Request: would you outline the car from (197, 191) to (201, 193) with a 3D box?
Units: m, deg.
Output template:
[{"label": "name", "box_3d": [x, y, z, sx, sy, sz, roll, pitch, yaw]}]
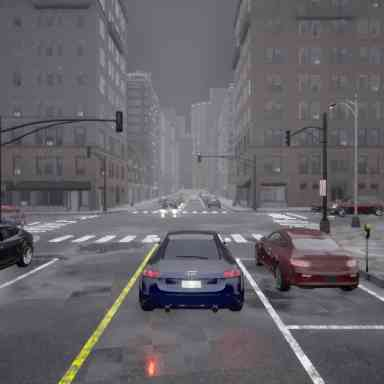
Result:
[{"label": "car", "box_3d": [0.612, 1.087, 84.320, 2.128, 1.511, 4.902, 0, 0, 0]}]

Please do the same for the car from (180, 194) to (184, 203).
[{"label": "car", "box_3d": [-2.746, 1.427, 53.760, 1.812, 1.442, 4.674, 0, 0, 0]}]

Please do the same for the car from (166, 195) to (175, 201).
[{"label": "car", "box_3d": [-5.193, 1.349, 79.274, 1.802, 1.307, 4.206, 0, 0, 0]}]

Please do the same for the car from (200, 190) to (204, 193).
[{"label": "car", "box_3d": [3.734, 0.938, 86.058, 2.150, 2.045, 5.566, 0, 0, 0]}]

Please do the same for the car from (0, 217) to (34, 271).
[{"label": "car", "box_3d": [-5.765, 1.564, 8.674, 1.947, 1.339, 4.313, 0, 0, 0]}]

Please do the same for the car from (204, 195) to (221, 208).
[{"label": "car", "box_3d": [3.040, 1.508, 45.880, 1.802, 1.307, 4.206, 0, 0, 0]}]

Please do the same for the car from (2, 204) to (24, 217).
[{"label": "car", "box_3d": [-12.967, 1.708, 21.083, 4.674, 1.442, 1.812, -1, 0, 4]}]

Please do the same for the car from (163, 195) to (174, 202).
[{"label": "car", "box_3d": [-5.241, 1.357, 73.722, 2.008, 1.369, 4.403, 0, 0, 0]}]

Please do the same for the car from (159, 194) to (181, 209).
[{"label": "car", "box_3d": [-2.832, 1.437, 43.856, 1.837, 1.490, 4.892, 0, 0, 2]}]

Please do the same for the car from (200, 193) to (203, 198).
[{"label": "car", "box_3d": [3.284, 1.389, 73.645, 1.802, 1.307, 4.206, 0, 0, 0]}]

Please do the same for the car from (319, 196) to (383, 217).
[{"label": "car", "box_3d": [13.553, 1.124, 27.918, 4.553, 1.767, 2.097, -1, 0, 0]}]

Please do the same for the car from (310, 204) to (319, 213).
[{"label": "car", "box_3d": [13.662, 1.355, 31.168, 4.718, 1.301, 1.895, -1, 0, 0]}]

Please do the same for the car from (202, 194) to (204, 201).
[{"label": "car", "box_3d": [3.136, 1.436, 56.983, 1.887, 1.381, 4.507, 0, 0, 0]}]

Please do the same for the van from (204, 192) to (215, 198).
[{"label": "van", "box_3d": [3.088, 1.250, 51.431, 1.690, 1.788, 3.998, 0, 0, 0]}]

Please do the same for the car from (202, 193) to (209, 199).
[{"label": "car", "box_3d": [3.828, 1.144, 93.029, 1.882, 1.535, 5.008, 0, 0, 0]}]

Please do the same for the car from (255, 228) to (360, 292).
[{"label": "car", "box_3d": [2.760, 1.580, 8.671, 1.802, 1.307, 4.206, 0, 0, 0]}]

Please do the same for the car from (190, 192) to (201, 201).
[{"label": "car", "box_3d": [0.525, 1.319, 74.319, 1.812, 1.442, 4.674, 0, 0, 0]}]

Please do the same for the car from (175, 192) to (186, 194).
[{"label": "car", "box_3d": [-2.612, 1.355, 64.150, 2.128, 1.511, 4.902, 0, 0, 1]}]

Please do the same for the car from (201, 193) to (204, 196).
[{"label": "car", "box_3d": [3.236, 1.425, 68.089, 1.802, 1.307, 4.206, 0, 0, 0]}]

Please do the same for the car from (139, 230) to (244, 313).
[{"label": "car", "box_3d": [0.003, 1.562, 7.750, 1.994, 1.385, 4.181, 0, 0, 0]}]
